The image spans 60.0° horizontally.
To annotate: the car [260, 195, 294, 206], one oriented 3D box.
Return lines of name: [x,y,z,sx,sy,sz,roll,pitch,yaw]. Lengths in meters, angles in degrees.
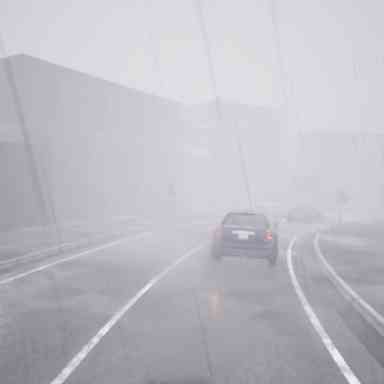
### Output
car: [7.904,1.367,31.723,2.150,2.045,5.566,4,1,39]

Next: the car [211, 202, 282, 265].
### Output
car: [2.126,1.417,12.339,2.097,1.767,4.553,2,0,15]

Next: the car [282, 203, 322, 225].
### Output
car: [9.297,1.852,27.353,1.994,1.385,4.181,3,1,35]
